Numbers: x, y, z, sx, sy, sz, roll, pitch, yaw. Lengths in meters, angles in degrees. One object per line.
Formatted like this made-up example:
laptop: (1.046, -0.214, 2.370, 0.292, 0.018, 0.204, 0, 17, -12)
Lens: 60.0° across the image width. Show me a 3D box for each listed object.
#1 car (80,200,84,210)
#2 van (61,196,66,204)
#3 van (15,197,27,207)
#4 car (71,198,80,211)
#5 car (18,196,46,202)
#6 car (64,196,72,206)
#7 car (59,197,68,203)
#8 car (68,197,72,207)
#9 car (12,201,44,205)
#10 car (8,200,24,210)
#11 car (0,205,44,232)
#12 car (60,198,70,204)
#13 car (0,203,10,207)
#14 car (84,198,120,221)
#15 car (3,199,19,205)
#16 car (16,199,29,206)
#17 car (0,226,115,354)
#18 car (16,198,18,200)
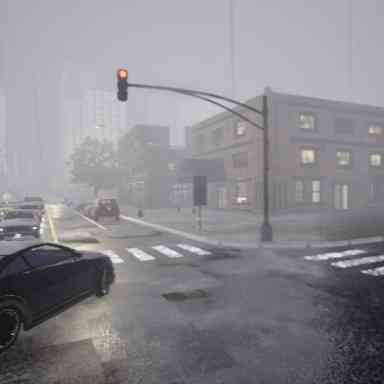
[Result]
car: (-9.735, 1.712, 33.315, 1.947, 1.339, 4.313, 0, 0, -24)
van: (-25.551, 1.733, 68.611, 1.690, 1.788, 3.998, 0, 0, -24)
van: (-30.939, 1.764, 60.142, 1.690, 1.788, 3.998, 0, 0, -24)
car: (-14.253, 1.777, 43.400, 1.947, 1.339, 4.313, 0, 0, -24)
car: (-17.369, 1.449, 36.431, 2.150, 2.045, 5.566, -1, 0, -24)
car: (-21.030, 1.899, 58.525, 1.802, 1.307, 4.206, 0, 0, -24)
car: (-32.326, 2.075, 83.738, 1.947, 1.339, 4.313, 0, 0, -24)
car: (-16.512, 1.796, 48.442, 2.008, 1.369, 4.403, 0, 0, -24)
car: (-13.092, 1.692, 26.725, 1.812, 1.442, 4.674, -1, 0, -24)
car: (-26.418, 1.932, 50.057, 1.802, 1.307, 4.206, 0, 0, -24)
car: (-9.252, 1.660, 18.097, 2.033, 1.411, 5.357, -1, 0, -24)
car: (-30.067, 2.052, 78.694, 1.802, 1.307, 4.206, 0, 0, -24)
car: (-15.122, 1.748, 24.845, 1.947, 1.339, 4.313, 0, 0, -24)
car: (-7.477, 1.429, 28.273, 2.192, 1.841, 5.009, 0, 0, -24)
car: (-19.571, 1.771, 34.775, 1.752, 1.417, 4.829, 0, 0, -24)
car: (-33.196, 2.011, 65.184, 2.008, 1.369, 4.403, 0, 0, -24)
car: (-3.177, 1.599, 6.293, 1.994, 1.385, 4.181, 0, 0, 15)
car: (-24.159, 1.896, 45.015, 1.802, 1.307, 4.206, 0, 0, -24)
